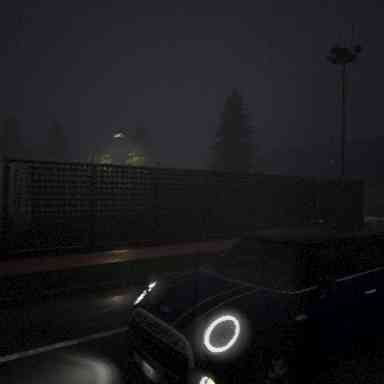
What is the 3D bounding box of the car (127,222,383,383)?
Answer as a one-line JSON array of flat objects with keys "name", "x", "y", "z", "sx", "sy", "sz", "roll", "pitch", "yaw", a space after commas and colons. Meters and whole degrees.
[{"name": "car", "x": 1.371, "y": 1.385, "z": 4.942, "sx": 4.553, "sy": 1.767, "sz": 2.097, "roll": 1, "pitch": 0, "yaw": -35}]
